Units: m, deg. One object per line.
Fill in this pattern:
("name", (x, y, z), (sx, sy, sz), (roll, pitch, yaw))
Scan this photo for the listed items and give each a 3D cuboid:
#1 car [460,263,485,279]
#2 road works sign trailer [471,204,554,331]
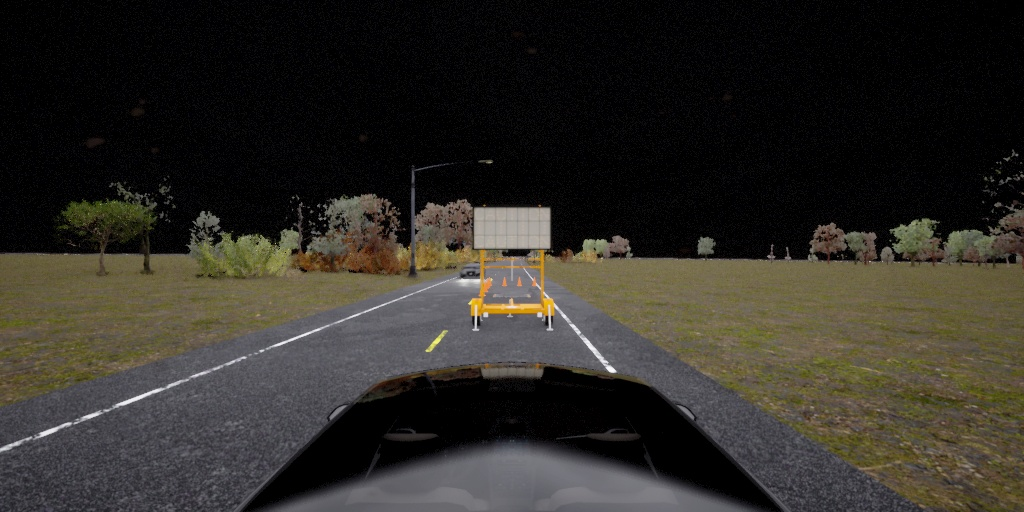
("car", (-3.475, 1.327, 32.233), (1.994, 1.385, 4.181), (0, 0, 0))
("road works sign trailer", (0.004, 0.217, 11.028), (2.380, 3.560, 2.880), (0, 0, -1))
